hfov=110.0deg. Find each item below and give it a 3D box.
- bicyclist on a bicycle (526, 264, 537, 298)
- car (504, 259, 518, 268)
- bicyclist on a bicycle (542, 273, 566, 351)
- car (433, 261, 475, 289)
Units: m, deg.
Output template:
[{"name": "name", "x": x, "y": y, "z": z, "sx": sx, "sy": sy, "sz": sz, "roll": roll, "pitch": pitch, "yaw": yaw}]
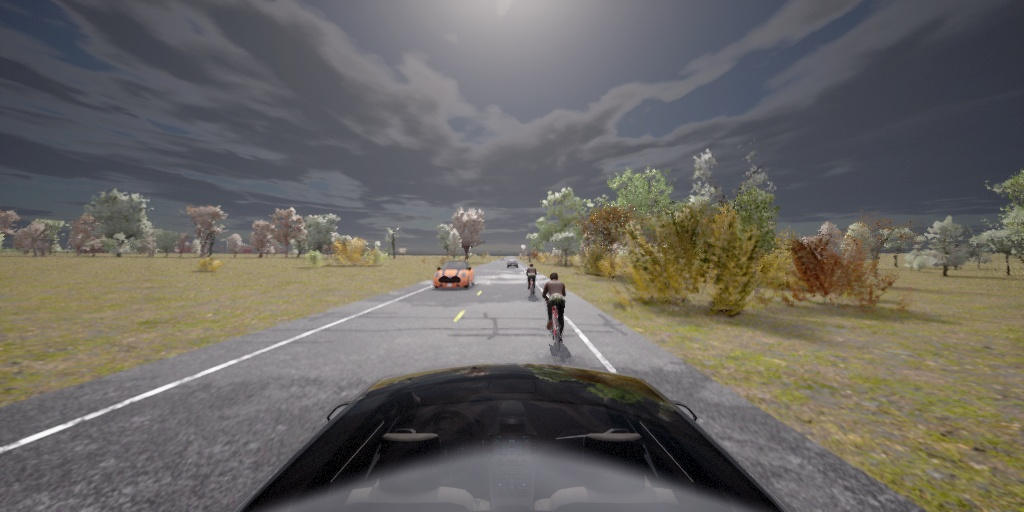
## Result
[{"name": "bicyclist on a bicycle", "x": 0.961, "y": 1.203, "z": 17.489, "sx": 0.582, "sy": 1.620, "sz": 1.656, "roll": 0, "pitch": 0, "yaw": 0}, {"name": "car", "x": 0.096, "y": 1.351, "z": 60.952, "sx": 1.895, "sy": 1.301, "sz": 4.718, "roll": 0, "pitch": 0, "yaw": 0}, {"name": "bicyclist on a bicycle", "x": 0.962, "y": 1.203, "z": 8.043, "sx": 0.582, "sy": 1.620, "sz": 1.656, "roll": 0, "pitch": 0, "yaw": 0}, {"name": "car", "x": -3.602, "y": 1.102, "z": 22.917, "sx": 2.097, "sy": 1.767, "sz": 4.553, "roll": 0, "pitch": 0, "yaw": 0}]
